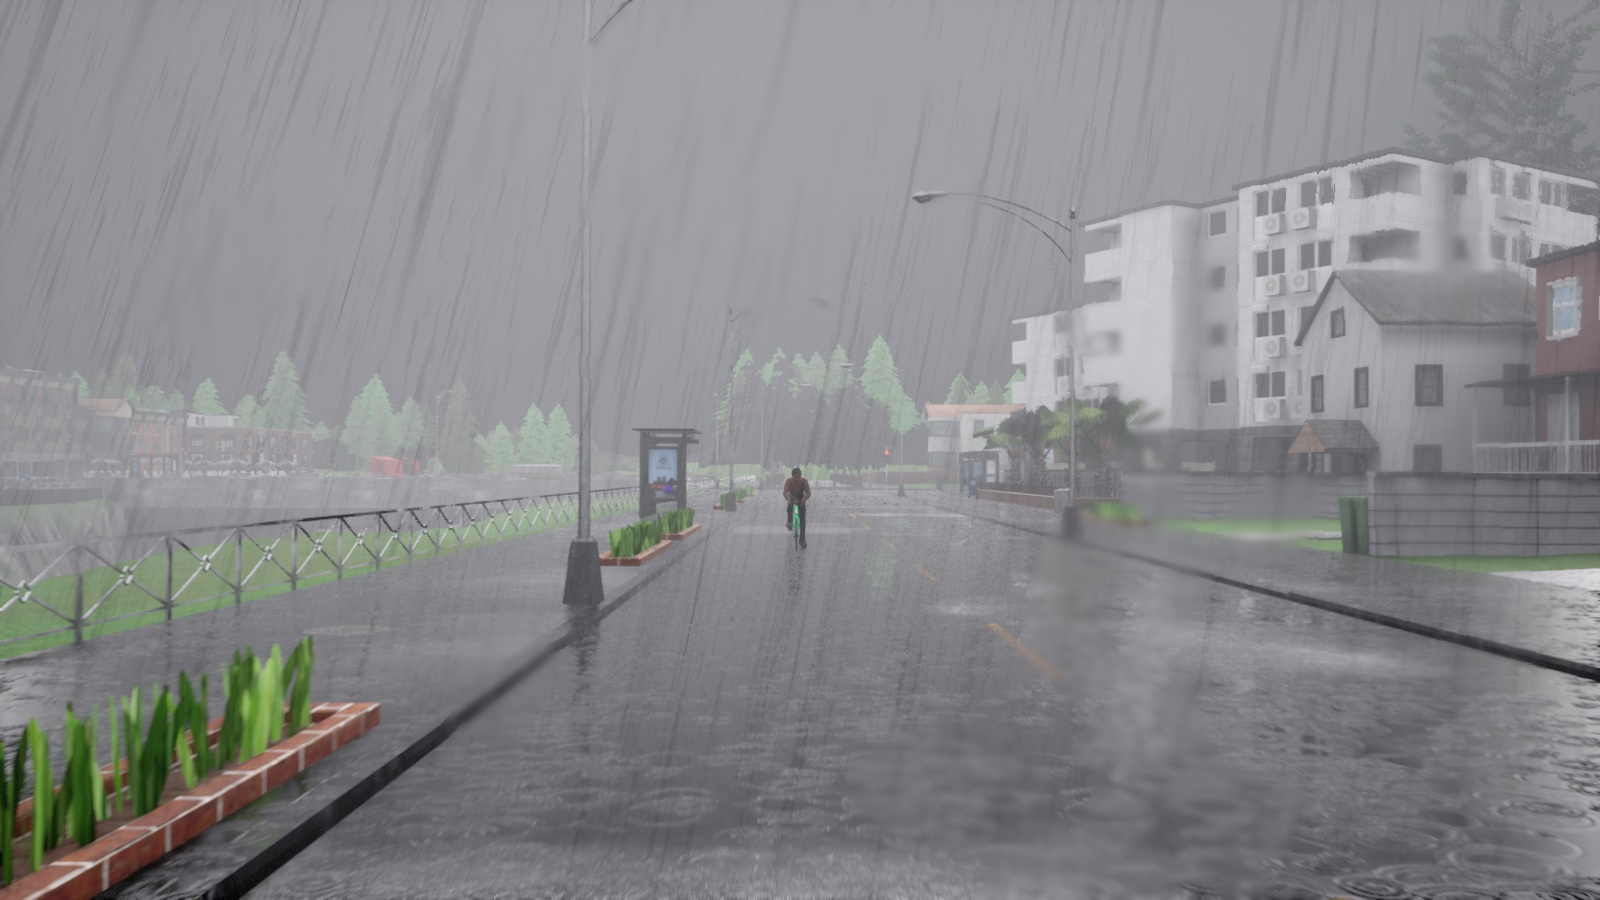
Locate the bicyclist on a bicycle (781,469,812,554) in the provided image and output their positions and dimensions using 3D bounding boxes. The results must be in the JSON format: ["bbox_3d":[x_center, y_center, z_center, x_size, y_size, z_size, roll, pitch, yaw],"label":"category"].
[{"bbox_3d":[-0.058,1.181,24.682,0.582,1.620,1.656,0,-1,0],"label":"bicyclist on a bicycle"}]
